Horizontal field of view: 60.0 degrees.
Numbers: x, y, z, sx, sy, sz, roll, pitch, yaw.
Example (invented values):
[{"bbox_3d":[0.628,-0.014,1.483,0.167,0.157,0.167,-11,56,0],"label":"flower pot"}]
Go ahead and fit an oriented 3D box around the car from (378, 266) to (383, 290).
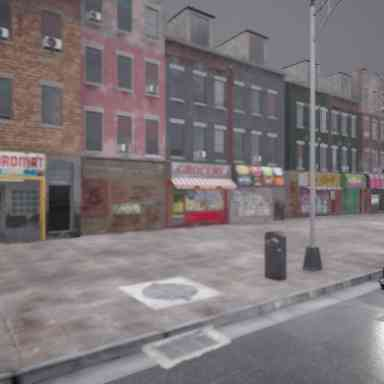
[{"bbox_3d":[6.472,1.548,7.693,5.357,1.411,2.033,0,0,-36],"label":"car"}]
